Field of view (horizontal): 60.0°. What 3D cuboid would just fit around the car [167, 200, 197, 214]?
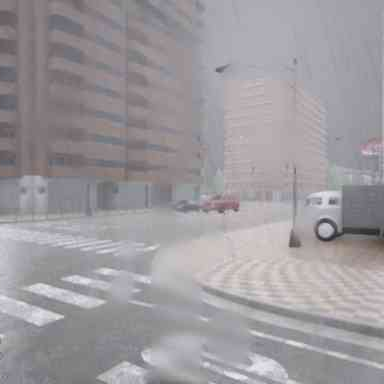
[{"bbox_3d":[-0.764,1.574,36.789,1.812,1.442,4.674,0,0,35],"label":"car"}]

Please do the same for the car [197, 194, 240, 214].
[{"bbox_3d":[3.269,1.270,36.445,2.150,2.045,5.566,0,0,36],"label":"car"}]
